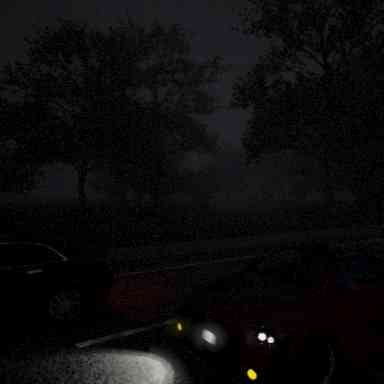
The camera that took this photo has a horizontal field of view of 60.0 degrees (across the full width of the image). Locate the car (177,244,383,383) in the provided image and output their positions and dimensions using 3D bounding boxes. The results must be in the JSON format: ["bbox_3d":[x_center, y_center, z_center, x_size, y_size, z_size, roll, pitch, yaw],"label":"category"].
[{"bbox_3d":[1.874,1.555,5.091,4.181,1.385,1.994,0,0,-33],"label":"car"}]

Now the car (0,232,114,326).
[{"bbox_3d":[-3.758,1.492,5.481,4.892,1.490,1.837,0,0,-35],"label":"car"}]
